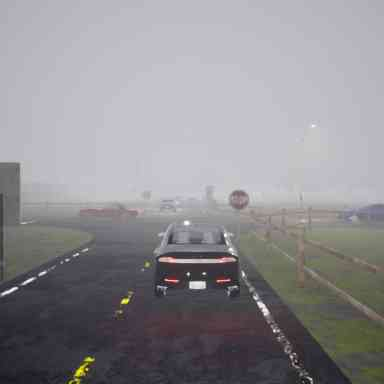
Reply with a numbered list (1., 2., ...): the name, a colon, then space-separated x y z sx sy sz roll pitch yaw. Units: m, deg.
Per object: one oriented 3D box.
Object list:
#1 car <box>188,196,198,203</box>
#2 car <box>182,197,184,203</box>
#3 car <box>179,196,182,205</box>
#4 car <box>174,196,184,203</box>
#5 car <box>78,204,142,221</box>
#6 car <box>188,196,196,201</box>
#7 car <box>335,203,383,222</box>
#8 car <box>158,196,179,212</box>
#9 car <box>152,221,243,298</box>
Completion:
1. car: 0.115 1.468 68.602 1.882 1.535 5.008 0 0 0
2. car: -2.795 1.471 59.270 1.882 1.535 5.008 0 0 0
3. car: -2.819 1.595 48.863 1.895 1.301 4.718 0 0 0
4. car: -2.734 1.543 70.019 1.994 1.385 4.181 0 0 0
5. car: -6.410 1.576 26.187 4.718 1.301 1.895 1 0 1
6. car: 0.018 1.582 81.493 1.895 1.301 4.718 0 0 0
7. car: 13.831 1.597 25.982 5.008 1.535 1.882 0 0 1
8. car: -2.795 1.501 38.938 1.837 1.490 4.892 0 0 -1
9. car: 0.103 1.491 8.511 2.128 1.511 4.902 0 0 0
